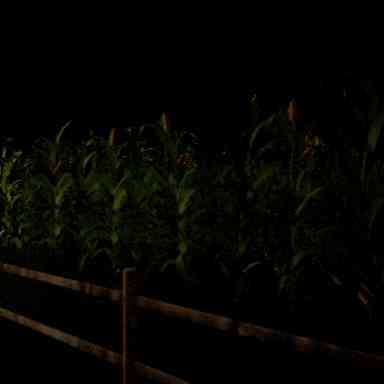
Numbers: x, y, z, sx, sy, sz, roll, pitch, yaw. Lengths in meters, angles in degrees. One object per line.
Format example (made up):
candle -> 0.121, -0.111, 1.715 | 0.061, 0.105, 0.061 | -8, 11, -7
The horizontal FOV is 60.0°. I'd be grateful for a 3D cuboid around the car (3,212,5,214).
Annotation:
car -> -13.472, 1.344, 28.159 | 1.895, 1.301, 4.718 | 0, 1, 37
